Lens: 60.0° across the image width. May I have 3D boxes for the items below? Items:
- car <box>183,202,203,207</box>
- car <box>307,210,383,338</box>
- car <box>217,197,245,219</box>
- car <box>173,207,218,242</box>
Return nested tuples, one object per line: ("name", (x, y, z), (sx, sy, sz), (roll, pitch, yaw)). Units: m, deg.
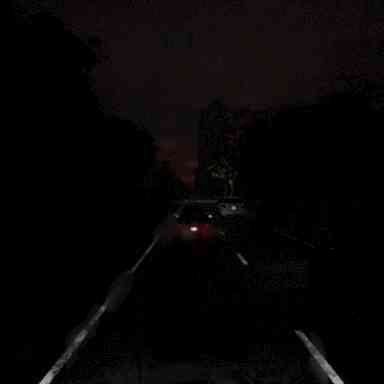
("car", (0.084, 1.727, 34.544), (1.882, 1.535, 5.008), (0, 0, 0))
("car", (3.560, 1.260, 4.907), (2.150, 2.045, 5.566), (0, 0, 1))
("car", (3.585, 1.448, 31.331), (2.150, 2.045, 5.566), (0, 0, 0))
("car", (0.089, 1.688, 17.275), (1.994, 1.385, 4.181), (0, 0, 0))
